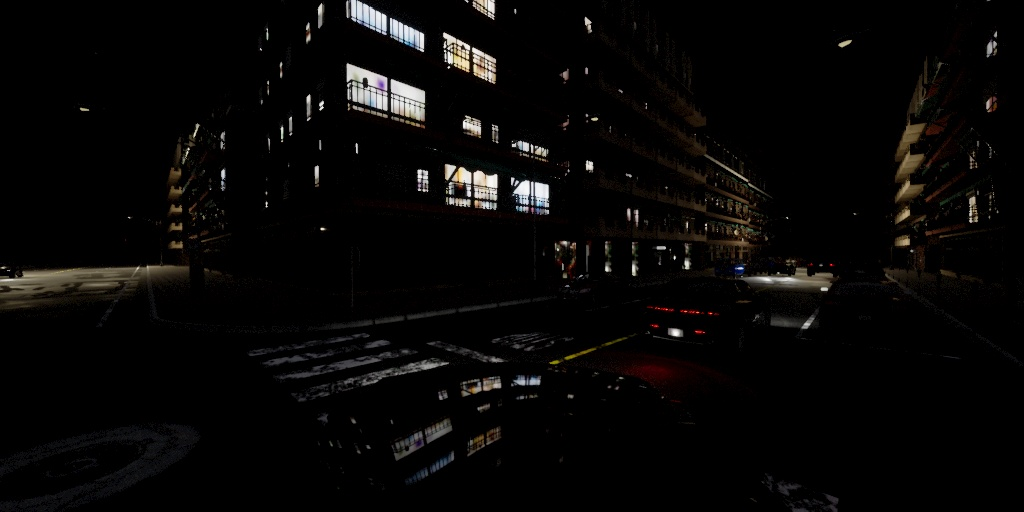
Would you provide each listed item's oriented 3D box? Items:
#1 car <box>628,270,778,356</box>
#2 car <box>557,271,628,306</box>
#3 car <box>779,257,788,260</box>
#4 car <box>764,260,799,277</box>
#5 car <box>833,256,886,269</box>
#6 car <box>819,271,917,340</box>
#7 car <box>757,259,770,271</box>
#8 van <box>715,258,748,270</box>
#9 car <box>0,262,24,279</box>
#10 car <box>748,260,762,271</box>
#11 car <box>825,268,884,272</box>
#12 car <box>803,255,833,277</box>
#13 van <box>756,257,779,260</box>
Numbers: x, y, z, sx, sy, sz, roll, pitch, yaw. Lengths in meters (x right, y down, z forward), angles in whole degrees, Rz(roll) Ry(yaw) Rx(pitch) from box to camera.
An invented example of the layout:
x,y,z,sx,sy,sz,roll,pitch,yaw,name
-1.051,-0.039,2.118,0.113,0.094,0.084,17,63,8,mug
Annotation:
x,y,z,sx,sy,sz,roll,pitch,yaw,name
4.891,1.249,8.765,1.837,1.490,4.892,0,0,44,car
3.693,1.319,15.665,1.802,1.307,4.207,0,0,44,car
34.958,1.034,48.025,2.192,1.841,5.009,0,0,44,car
27.197,1.326,36.123,1.895,1.301,4.718,0,0,44,car
21.268,1.051,21.819,2.192,1.841,5.009,0,0,44,car
9.689,1.290,9.857,1.888,1.381,4.507,0,0,44,car
27.108,1.304,39.857,1.802,1.307,4.207,0,0,44,car
19.232,1.067,31.717,1.690,1.789,3.998,0,0,44,van
-45.468,1.272,31.919,4.674,1.442,1.812,0,1,44,car
23.171,1.306,35.786,1.802,1.307,4.207,0,0,44,car
13.391,1.307,13.681,1.948,1.339,4.313,0,0,44,car
30.324,0.949,34.891,2.150,2.045,5.566,0,0,45,car
31.040,1.061,43.936,1.690,1.789,3.998,0,0,44,van
